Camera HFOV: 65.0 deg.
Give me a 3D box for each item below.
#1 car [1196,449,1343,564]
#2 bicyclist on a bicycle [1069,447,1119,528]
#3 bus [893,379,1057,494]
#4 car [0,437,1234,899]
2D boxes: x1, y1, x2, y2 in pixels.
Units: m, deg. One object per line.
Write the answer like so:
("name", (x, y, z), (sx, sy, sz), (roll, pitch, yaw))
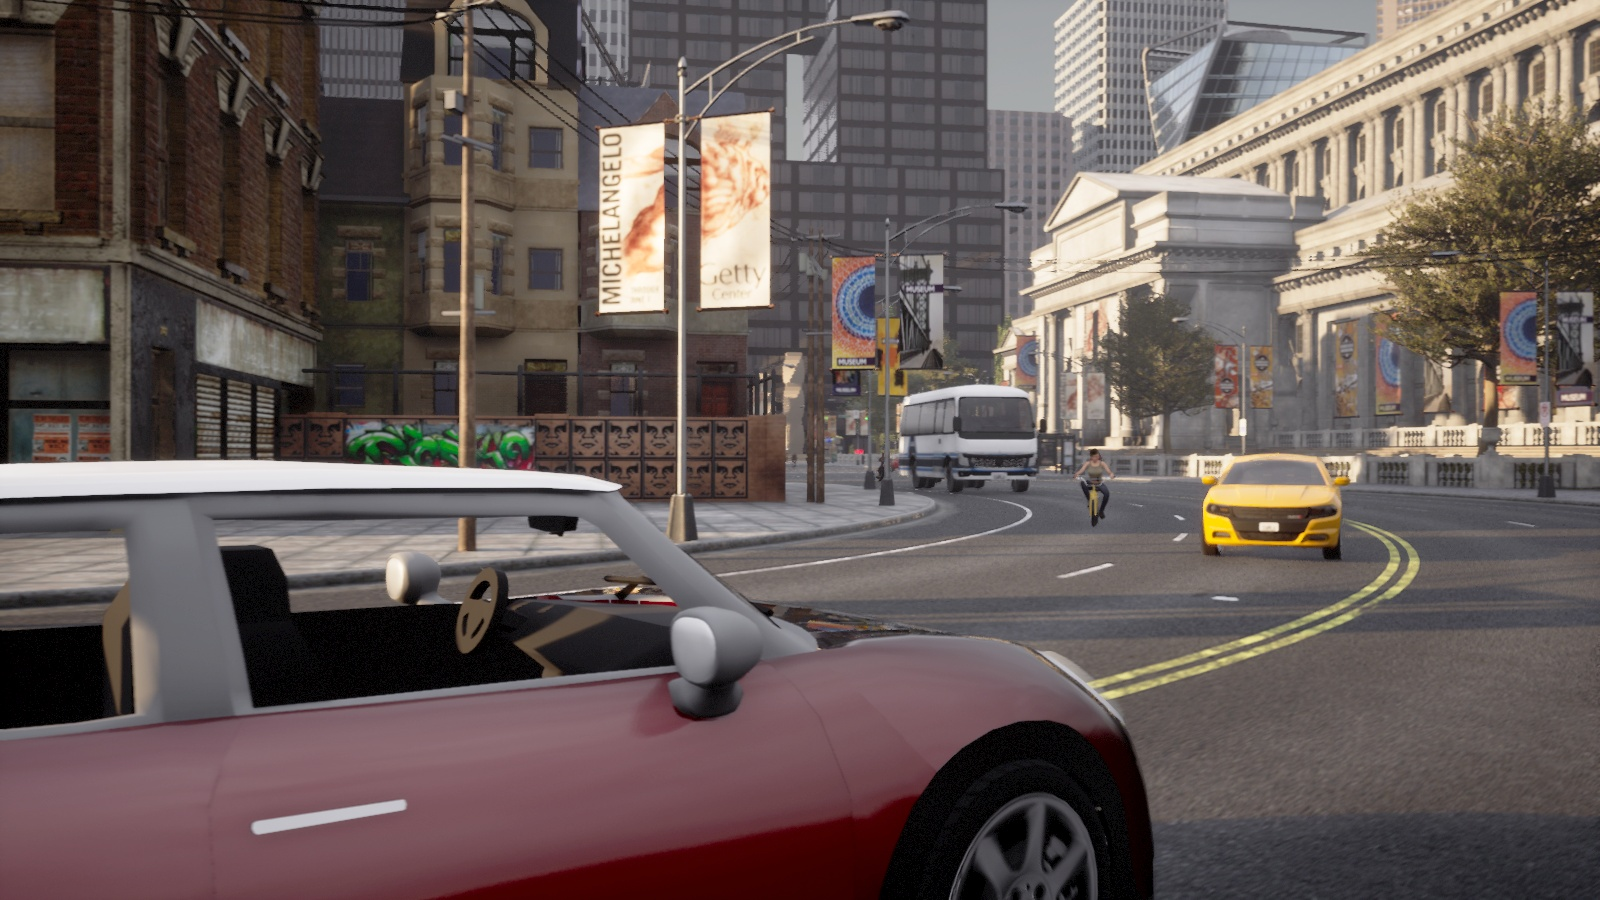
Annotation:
("car", (7.370, 0.765, 19.456), (1.882, 1.535, 5.008), (0, 0, 23))
("bicyclist on a bicycle", (6.056, 0.747, 25.807), (0.866, 1.612, 1.509), (-1, 0, 17))
("bus", (6.898, -0.486, 51.722), (3.944, 4.253, 10.273), (0, 0, -9))
("car", (-0.925, 0.723, 3.106), (3.806, 1.475, 1.970), (0, 0, -37))
